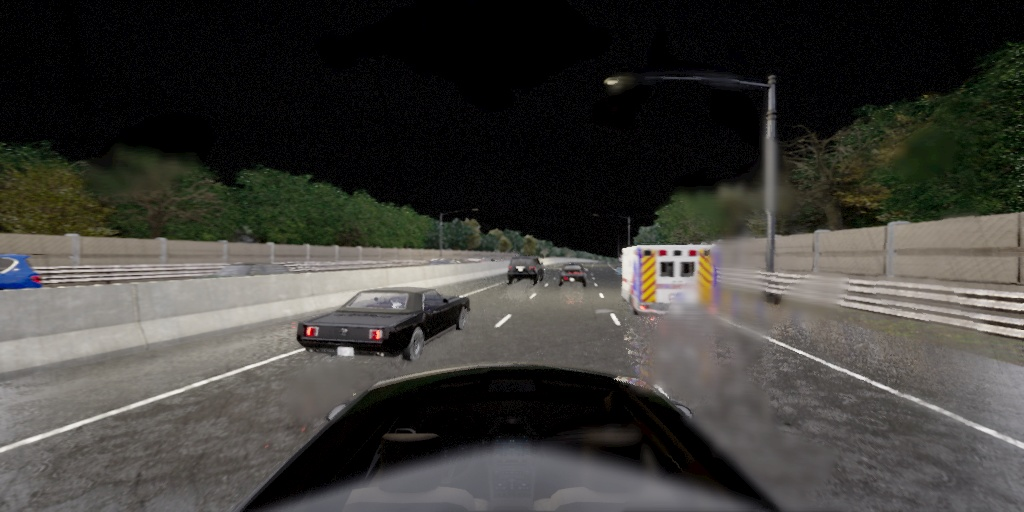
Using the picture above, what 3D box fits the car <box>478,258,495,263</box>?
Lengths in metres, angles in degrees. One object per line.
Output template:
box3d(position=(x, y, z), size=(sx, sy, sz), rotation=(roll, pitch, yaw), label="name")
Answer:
box3d(position=(-3.932, 1.120, 55.407), size=(2.097, 1.767, 4.553), rotation=(0, 0, 13), label="car")

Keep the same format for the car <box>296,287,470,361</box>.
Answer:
box3d(position=(-2.468, 1.370, 8.372), size=(1.895, 1.301, 4.718), rotation=(0, 0, 10), label="car")

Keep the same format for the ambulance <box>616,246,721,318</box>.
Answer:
box3d(position=(5.506, 0.916, 13.613), size=(2.351, 2.431, 6.366), rotation=(0, 0, 11), label="ambulance")

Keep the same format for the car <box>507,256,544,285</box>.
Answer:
box3d(position=(1.110, 1.037, 27.322), size=(2.150, 2.045, 5.566), rotation=(0, 0, 11), label="car")

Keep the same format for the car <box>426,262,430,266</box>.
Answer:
box3d(position=(-11.303, 1.240, 54.464), size=(2.128, 1.511, 4.902), rotation=(0, 0, 13), label="car")

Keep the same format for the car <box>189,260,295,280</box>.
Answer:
box3d(position=(-11.944, 1.096, 16.007), size=(2.097, 1.767, 4.553), rotation=(0, 0, 11), label="car")

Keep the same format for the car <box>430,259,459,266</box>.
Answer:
box3d(position=(-8.855, 1.256, 49.293), size=(2.128, 1.511, 4.902), rotation=(0, 0, 12), label="car")

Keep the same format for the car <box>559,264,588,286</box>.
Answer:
box3d(position=(4.556, 1.336, 26.692), size=(1.837, 1.490, 4.892), rotation=(0, 0, 11), label="car")

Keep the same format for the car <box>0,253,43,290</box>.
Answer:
box3d(position=(-16.705, 0.912, 9.434), size=(2.150, 2.045, 5.566), rotation=(0, 0, 10), label="car")
